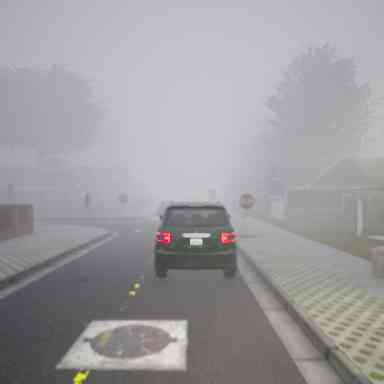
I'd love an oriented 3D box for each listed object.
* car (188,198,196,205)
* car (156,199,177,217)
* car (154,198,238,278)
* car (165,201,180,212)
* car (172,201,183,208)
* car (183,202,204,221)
[{"bbox_3d":[0.053,2.252,79.873,1.837,1.490,4.892,0,-1,0],"label":"car"},{"bbox_3d":[-2.819,1.756,37.745,2.097,1.767,4.553,0,-1,0],"label":"car"},{"bbox_3d":[0.105,1.322,10.570,2.150,2.045,5.566,0,-1,0],"label":"car"},{"bbox_3d":[-2.805,2.091,48.773,1.994,1.385,4.181,0,-1,0],"label":"car"},{"bbox_3d":[-2.749,2.299,63.091,1.895,1.301,4.718,0,-1,1],"label":"car"},{"bbox_3d":[0.121,1.821,32.328,1.882,1.535,5.008,0,-1,0],"label":"car"}]
